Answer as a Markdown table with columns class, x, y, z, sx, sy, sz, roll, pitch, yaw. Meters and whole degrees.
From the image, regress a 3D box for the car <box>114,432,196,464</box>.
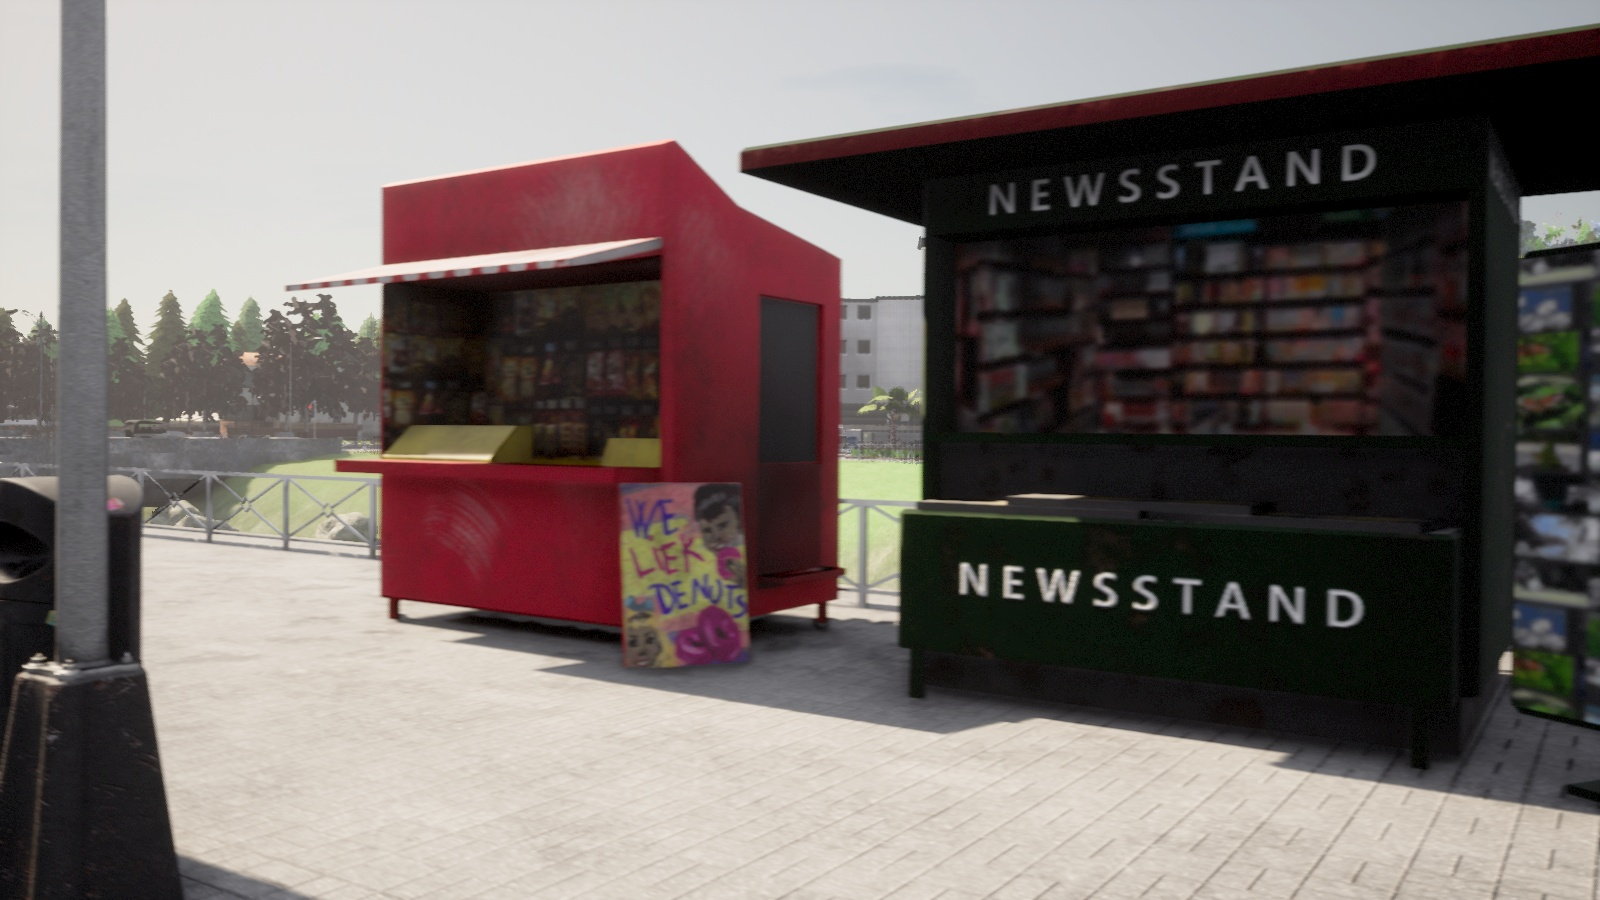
| class | x | y | z | sx | sy | sz | roll | pitch | yaw |
| --- | --- | --- | --- | --- | --- | --- | --- | --- | --- |
| car | -38.398 | -0.146 | 74.797 | 1.905 | 1.878 | 3.866 | 0 | 1 | 34 |
